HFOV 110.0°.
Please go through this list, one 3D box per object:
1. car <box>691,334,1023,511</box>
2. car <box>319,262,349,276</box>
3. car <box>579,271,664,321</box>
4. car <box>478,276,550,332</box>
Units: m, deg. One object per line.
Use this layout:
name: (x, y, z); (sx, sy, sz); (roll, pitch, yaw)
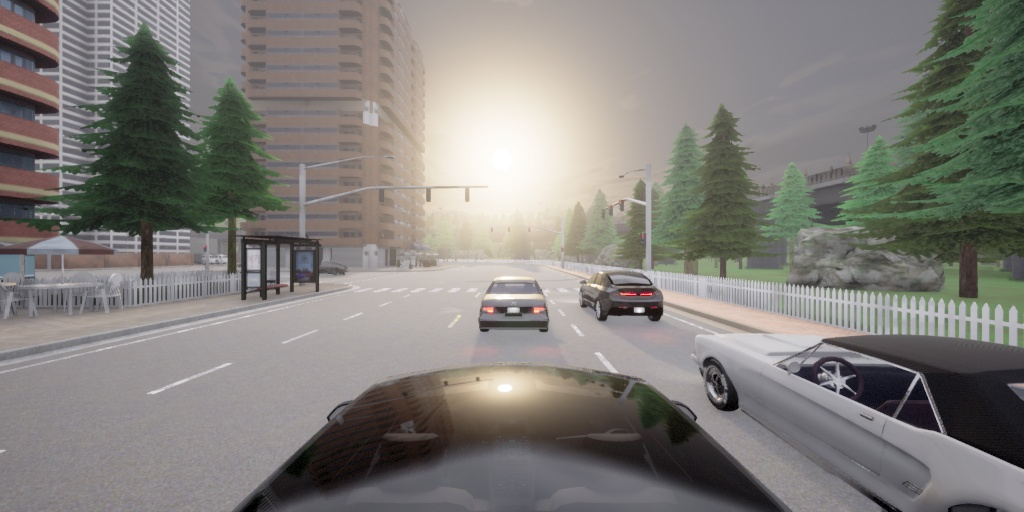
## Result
car: (3.514, 1.351, 3.133); (1.895, 1.301, 4.718); (0, 0, 1)
car: (-19.631, 1.331, 37.776); (4.674, 1.442, 1.812); (0, 0, 1)
car: (3.564, 1.255, 12.396); (1.837, 1.490, 4.892); (0, 0, 1)
car: (0.077, 1.297, 10.807); (2.033, 1.411, 5.357); (0, 0, 1)
